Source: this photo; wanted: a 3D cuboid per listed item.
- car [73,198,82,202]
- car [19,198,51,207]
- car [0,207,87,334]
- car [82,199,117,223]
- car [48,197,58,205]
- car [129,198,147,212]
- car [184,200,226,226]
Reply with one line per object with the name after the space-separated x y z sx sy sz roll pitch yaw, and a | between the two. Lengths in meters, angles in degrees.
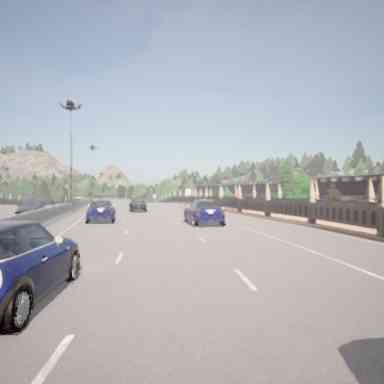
-24.681 1.948 71.939 1.882 1.535 5.008 0 -3 -13 | car
-16.018 1.598 33.403 2.033 1.411 5.357 0 0 -13 | car
-3.863 1.360 6.871 2.097 1.767 4.553 0 0 -4 | car
-6.978 1.352 25.842 2.097 1.767 4.553 0 0 -12 | car
-25.625 1.664 60.228 1.994 1.385 4.181 0 -1 -12 | car
-6.375 1.470 39.216 2.128 1.511 4.902 0 0 -13 | car
0.758 1.305 23.054 2.097 1.767 4.553 0 0 -11 | car
